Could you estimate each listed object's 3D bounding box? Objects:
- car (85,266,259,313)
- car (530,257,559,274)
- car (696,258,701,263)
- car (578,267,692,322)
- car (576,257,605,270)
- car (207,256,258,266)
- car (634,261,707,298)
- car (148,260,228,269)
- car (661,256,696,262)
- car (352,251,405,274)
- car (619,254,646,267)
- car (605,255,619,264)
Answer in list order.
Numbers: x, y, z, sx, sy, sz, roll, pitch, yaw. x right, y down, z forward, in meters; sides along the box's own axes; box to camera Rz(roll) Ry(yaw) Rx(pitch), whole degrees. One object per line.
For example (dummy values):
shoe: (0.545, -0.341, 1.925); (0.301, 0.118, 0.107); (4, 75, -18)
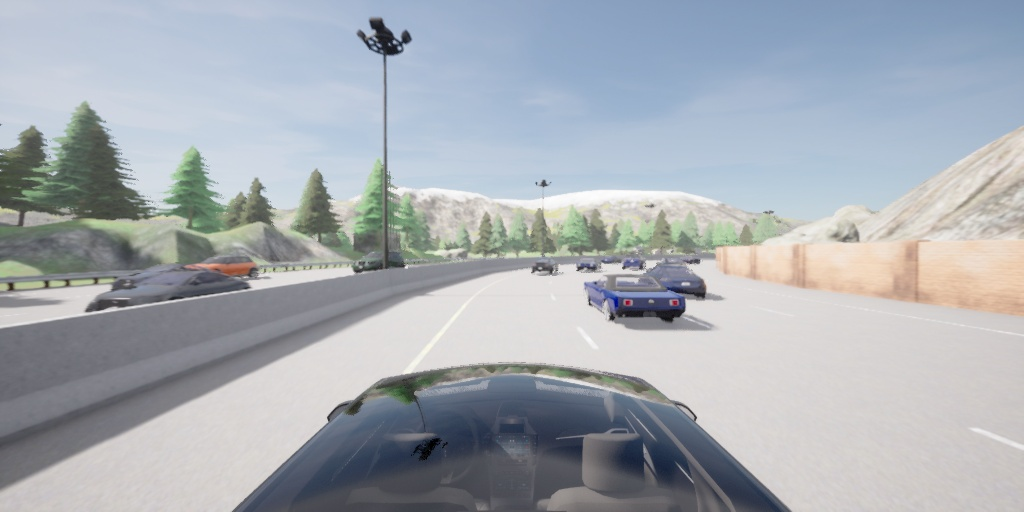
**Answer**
car: (-10.482, 1.178, 11.441); (1.994, 1.385, 4.181); (0, 1, 1)
car: (3.063, 0.846, 32.787); (1.812, 1.442, 4.674); (0, 1, 16)
car: (26.437, 0.642, 53.197); (1.895, 1.301, 4.718); (1, 1, 45)
car: (3.611, 1.215, 11.551); (1.895, 1.301, 4.718); (0, 1, 0)
car: (7.874, 0.874, 36.263); (1.895, 1.301, 4.718); (0, 1, 22)
car: (-20.061, 0.781, 24.772); (2.097, 1.767, 4.553); (0, 1, 7)
car: (7.416, 1.105, 16.888); (1.994, 1.385, 4.181); (0, 1, 5)
car: (-17.190, 1.086, 18.097); (1.994, 1.385, 4.181); (0, 1, 4)
car: (12.867, 0.866, 28.934); (2.128, 1.511, 4.902); (0, 1, 14)
car: (-11.760, 0.552, 32.109); (2.150, 2.045, 5.566); (0, 1, 14)
car: (14.036, 0.562, 40.875); (2.097, 1.767, 4.553); (1, 1, 27)
car: (15.807, 0.553, 56.832); (1.994, 1.385, 4.181); (1, 1, 39)
